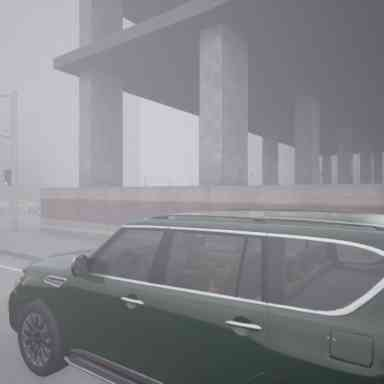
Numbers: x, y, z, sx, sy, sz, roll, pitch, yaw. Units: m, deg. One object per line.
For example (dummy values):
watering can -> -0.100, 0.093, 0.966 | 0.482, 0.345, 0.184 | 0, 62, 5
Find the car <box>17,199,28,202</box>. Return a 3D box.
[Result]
car -> -14.282, 1.540, 33.407 | 2.128, 1.511, 4.902 | 0, 0, 36

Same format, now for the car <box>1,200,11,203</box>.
car -> -18.332, 1.526, 33.759 | 1.882, 1.535, 5.008 | 0, 0, 36

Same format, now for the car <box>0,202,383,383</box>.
car -> 0.130, 1.221, 3.890 | 5.566, 2.045, 2.150 | 0, 0, 35
